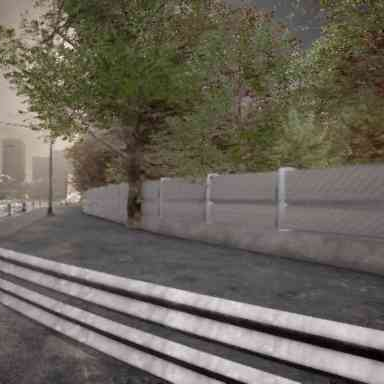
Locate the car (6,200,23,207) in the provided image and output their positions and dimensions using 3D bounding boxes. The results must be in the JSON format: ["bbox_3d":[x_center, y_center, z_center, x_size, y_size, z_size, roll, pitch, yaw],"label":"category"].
[{"bbox_3d":[-35.609,2.265,66.817,2.033,1.411,5.357,1,-1,-19],"label":"car"}]

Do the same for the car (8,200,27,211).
[{"bbox_3d":[-26.599,2.159,50.838,1.994,1.385,4.181,1,-1,-19],"label":"car"}]
